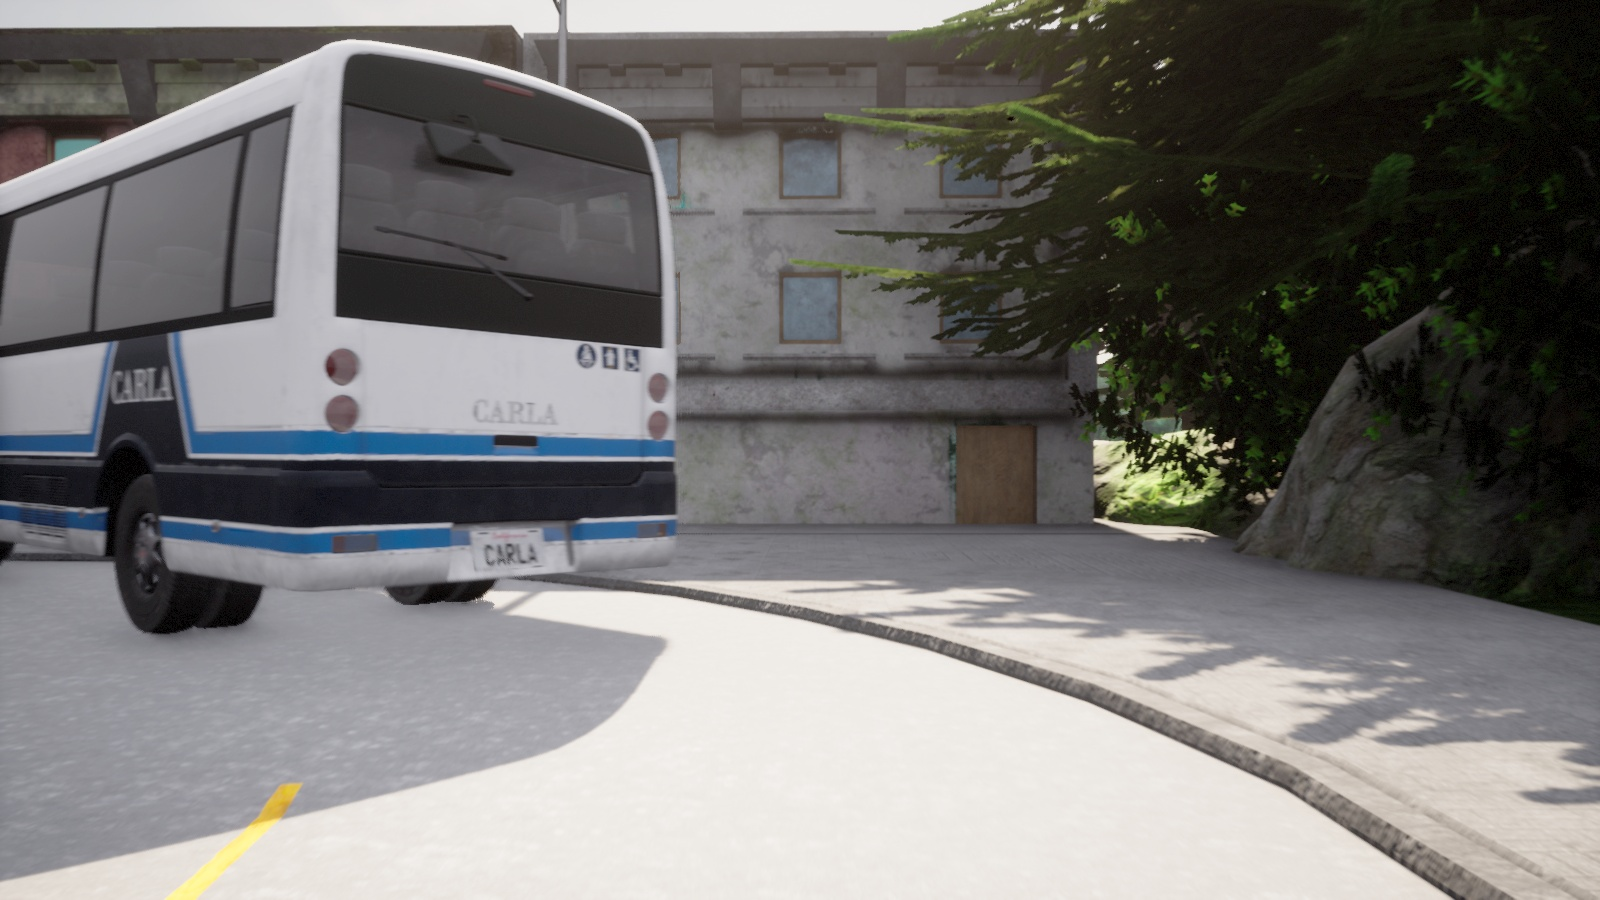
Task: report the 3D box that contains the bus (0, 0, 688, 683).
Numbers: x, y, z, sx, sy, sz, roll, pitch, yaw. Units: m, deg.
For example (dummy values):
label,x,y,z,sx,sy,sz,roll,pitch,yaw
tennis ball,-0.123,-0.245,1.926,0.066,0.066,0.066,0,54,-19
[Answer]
label,x,y,z,sx,sy,sz,roll,pitch,yaw
bus,-6.122,-0.703,12.531,10.273,4.253,3.944,0,-1,42
